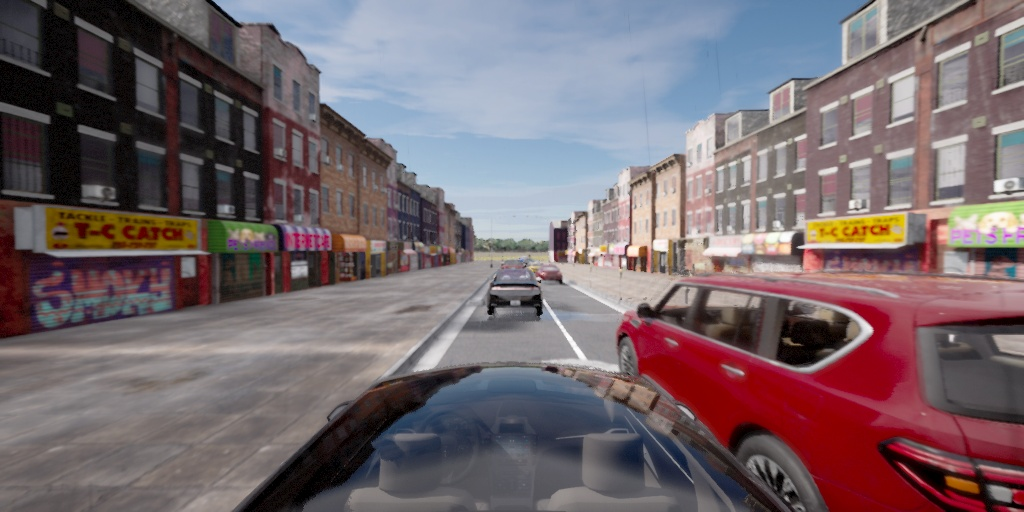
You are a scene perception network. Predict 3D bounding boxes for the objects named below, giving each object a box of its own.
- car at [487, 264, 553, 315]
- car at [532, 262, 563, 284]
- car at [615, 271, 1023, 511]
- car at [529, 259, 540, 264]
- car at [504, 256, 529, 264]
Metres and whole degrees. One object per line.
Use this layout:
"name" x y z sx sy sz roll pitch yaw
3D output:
"car" 0.104 1.216 13.453 2.128 1.511 4.902 0 0 0
"car" 2.643 1.280 25.790 1.802 1.307 4.207 0 0 0
"car" 2.638 1.061 3.660 2.192 1.841 5.009 0 0 0
"car" 2.645 1.201 37.025 1.751 1.417 4.829 0 0 0
"car" 0.107 1.040 30.697 2.097 1.767 4.553 0 0 0
